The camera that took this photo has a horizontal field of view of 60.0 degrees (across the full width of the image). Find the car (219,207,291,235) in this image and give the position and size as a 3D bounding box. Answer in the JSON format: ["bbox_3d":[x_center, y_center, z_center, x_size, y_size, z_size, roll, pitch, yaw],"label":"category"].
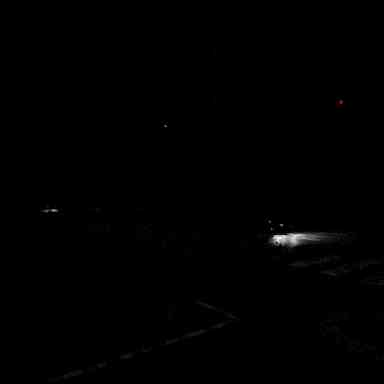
[{"bbox_3d":[3.404,1.533,18.534,1.994,1.385,4.181,-1,0,-35],"label":"car"}]

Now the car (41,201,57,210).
[{"bbox_3d":[-25.889,2.441,60.099,1.882,1.535,5.008,-1,0,-35],"label":"car"}]

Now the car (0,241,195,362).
[{"bbox_3d":[-1.944,1.537,5.260,4.313,1.339,1.947,-1,1,-35],"label":"car"}]
